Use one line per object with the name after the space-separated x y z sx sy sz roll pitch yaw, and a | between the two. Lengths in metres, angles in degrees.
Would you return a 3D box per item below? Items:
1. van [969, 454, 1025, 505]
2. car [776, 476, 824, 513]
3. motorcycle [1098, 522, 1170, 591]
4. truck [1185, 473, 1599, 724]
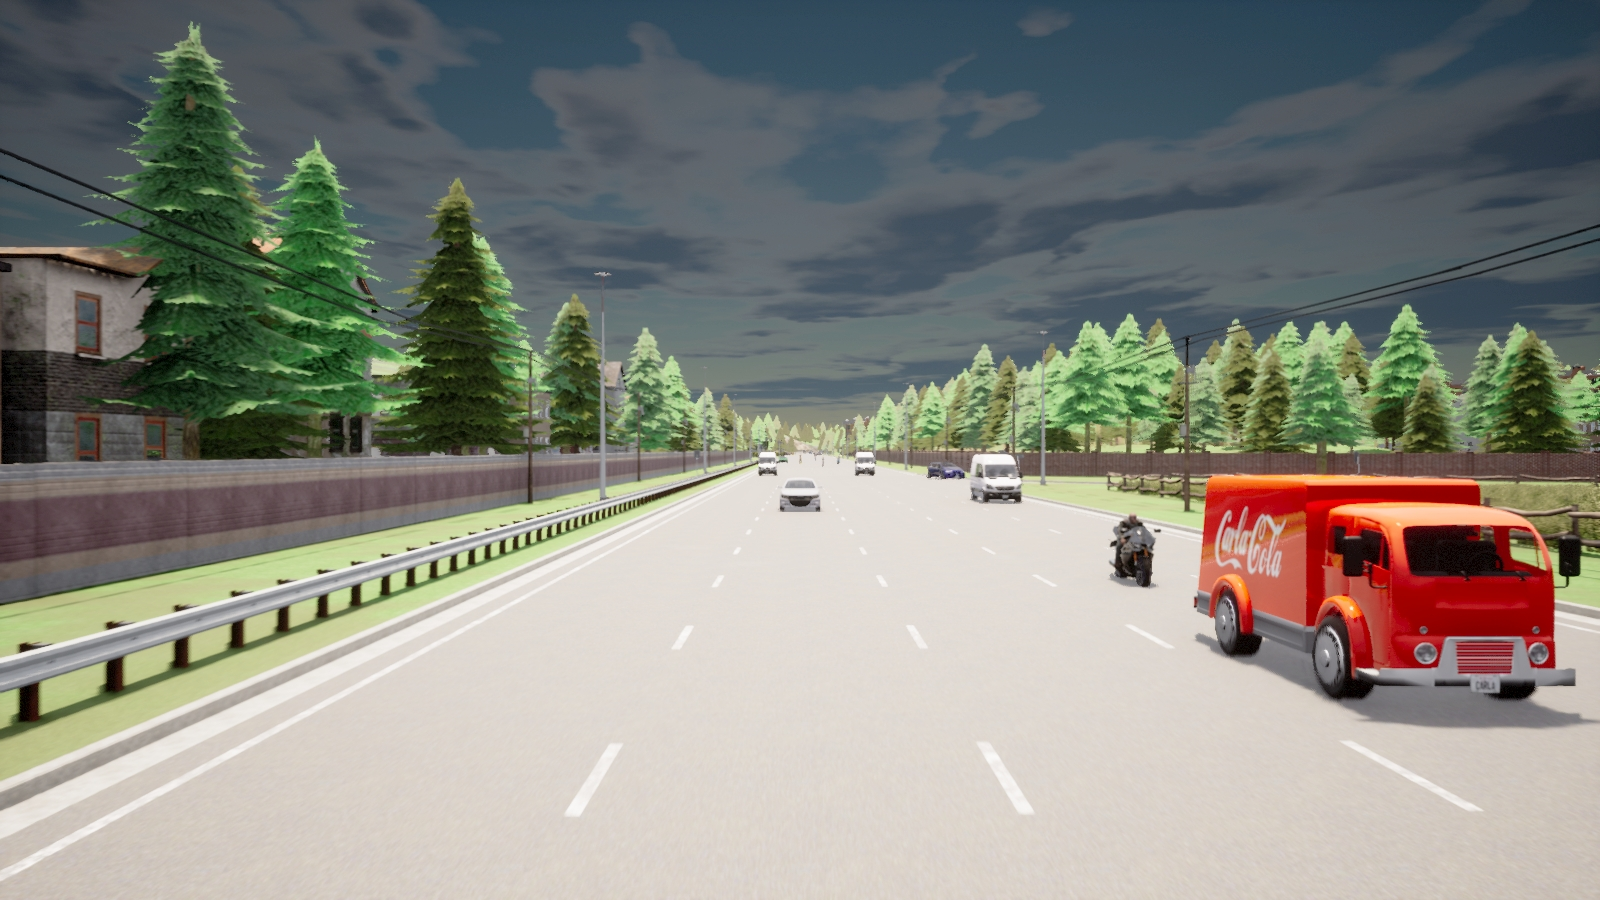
10.499 1.533 61.396 1.988 2.561 5.915 0 0 0 | van
0.003 2.033 53.145 2.097 1.535 5.006 0 0 0 | car
6.999 2.205 24.082 0.867 1.251 2.209 0 0 0 | motorcycle
7.006 1.568 14.279 2.627 2.467 5.204 0 0 0 | truck
